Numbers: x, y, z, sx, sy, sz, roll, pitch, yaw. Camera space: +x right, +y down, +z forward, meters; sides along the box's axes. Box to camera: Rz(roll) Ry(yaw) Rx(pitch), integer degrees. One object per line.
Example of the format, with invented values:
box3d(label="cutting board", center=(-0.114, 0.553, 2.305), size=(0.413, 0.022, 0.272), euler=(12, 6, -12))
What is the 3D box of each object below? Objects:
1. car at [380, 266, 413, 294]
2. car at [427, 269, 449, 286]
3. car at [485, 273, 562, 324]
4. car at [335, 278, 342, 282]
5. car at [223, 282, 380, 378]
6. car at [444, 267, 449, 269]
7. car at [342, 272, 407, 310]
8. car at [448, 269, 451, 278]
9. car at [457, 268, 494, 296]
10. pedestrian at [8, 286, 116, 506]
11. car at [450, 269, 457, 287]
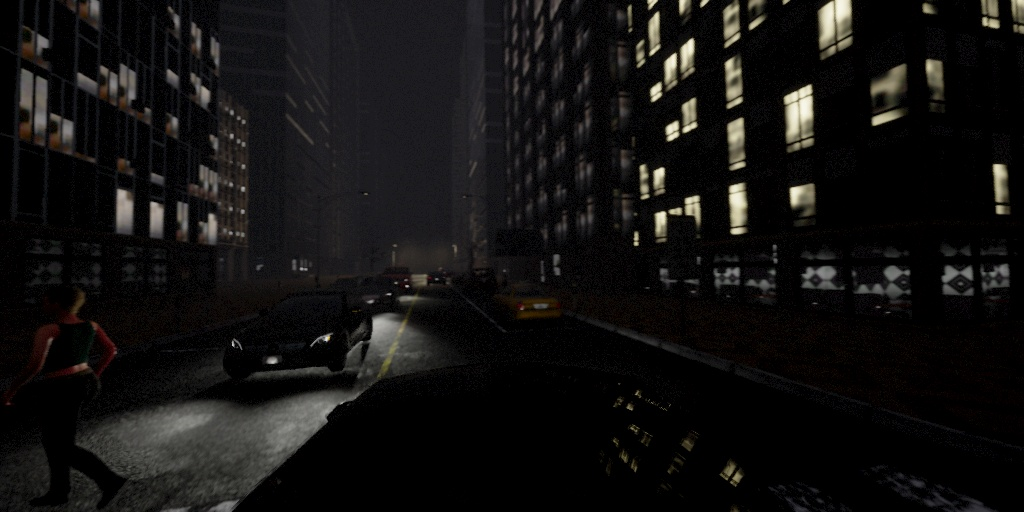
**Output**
box3d(label="car", center=(-8.994, 1.820, 28.133), size=(2.150, 2.045, 5.566), euler=(-1, -2, -12))
box3d(label="car", center=(-8.179, 2.441, 38.762), size=(1.994, 1.385, 4.181), euler=(-1, -2, -13))
box3d(label="car", center=(0.364, 1.563, 13.199), size=(1.751, 1.417, 4.829), euler=(0, 0, -13))
box3d(label="car", center=(-10.446, 2.042, 22.911), size=(1.948, 1.339, 4.313), euler=(0, 0, -13))
box3d(label="car", center=(-4.384, 1.499, 8.136), size=(1.812, 1.442, 4.674), euler=(-1, -2, -12))
box3d(label="car", center=(-9.921, 2.974, 57.806), size=(1.888, 1.381, 4.507), euler=(0, 0, -13))
box3d(label="car", center=(-6.612, 1.768, 17.796), size=(2.128, 1.511, 4.902), euler=(-1, -2, -13))
box3d(label="car", center=(-6.107, 2.501, 41.324), size=(1.802, 1.307, 4.207), euler=(0, 0, -13))
box3d(label="car", center=(-2.293, 1.721, 24.844), size=(2.192, 1.841, 5.009), euler=(0, 0, -13))
box3d(label="pedestrian", center=(-3.708, 1.113, 2.977), size=(0.375, 1.860, 0.375), euler=(0, -2, -13))
box3d(label="car", center=(-4.835, 2.294, 35.831), size=(1.888, 1.381, 4.507), euler=(0, 0, -13))
